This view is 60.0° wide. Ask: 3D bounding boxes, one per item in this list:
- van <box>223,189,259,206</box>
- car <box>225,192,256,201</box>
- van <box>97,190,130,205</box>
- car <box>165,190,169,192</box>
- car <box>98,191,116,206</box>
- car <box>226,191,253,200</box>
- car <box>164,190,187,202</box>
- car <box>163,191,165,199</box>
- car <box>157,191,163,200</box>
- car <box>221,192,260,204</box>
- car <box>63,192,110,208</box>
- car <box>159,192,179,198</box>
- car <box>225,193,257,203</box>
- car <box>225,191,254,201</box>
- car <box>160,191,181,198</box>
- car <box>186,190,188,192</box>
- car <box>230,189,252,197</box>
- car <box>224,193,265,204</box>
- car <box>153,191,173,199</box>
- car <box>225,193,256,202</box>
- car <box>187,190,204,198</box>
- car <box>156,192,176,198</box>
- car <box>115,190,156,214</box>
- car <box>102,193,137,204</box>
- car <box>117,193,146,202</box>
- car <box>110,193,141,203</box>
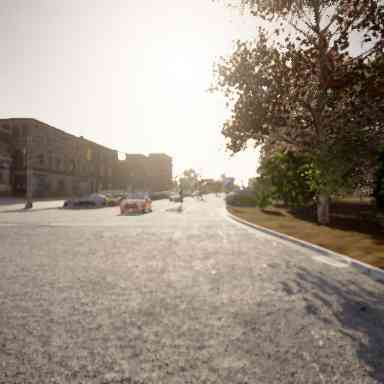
[{"bbox_3d":[6.512,0.740,40.974,4.442,1.987,1.878,1,1,-15],"label":"van"},{"bbox_3d":[8.986,0.813,61.663,5.366,1.575,1.946,0,0,-12],"label":"car"},{"bbox_3d":[-11.109,0.733,47.090,4.442,1.987,1.878,-1,0,-15],"label":"van"},{"bbox_3d":[-7.904,0.778,74.040,5.008,1.535,2.097,-1,1,-12],"label":"car"},{"bbox_3d":[-11.575,0.995,41.092,5.366,1.575,1.946,-1,0,-15],"label":"car"},{"bbox_3d":[9.220,0.668,64.558,4.553,1.767,2.185,0,1,-12],"label":"car"},{"bbox_3d":[-2.629,0.936,54.471,2.128,1.511,4.902,0,1,6],"label":"car"},{"bbox_3d":[-8.775,0.819,68.065,5.008,1.535,2.097,-1,0,-12],"label":"car"},{"bbox_3d":[-9.151,0.587,65.079,5.566,2.045,2.435,-1,0,-13],"label":"car"},{"bbox_3d":[7.276,0.898,49.803,5.366,1.575,1.946,1,1,-14],"label":"car"},{"bbox_3d":[-12.173,1.057,38.090,4.792,1.488,2.163,-1,1,-16],"label":"car"},{"bbox_3d":[-5.994,0.695,85.973,5.008,1.535,2.097,-1,0,-11],"label":"car"},{"bbox_3d":[7.763,0.921,52.798,4.674,1.452,2.002,1,0,-14],"label":"car"},{"bbox_3d":[8.411,0.711,58.675,4.553,1.767,2.185,0,0,-13],"label":"car"},{"bbox_3d":[-5.652,0.675,88.902,5.366,1.575,1.946,-1,0,-10],"label":"car"},{"bbox_3d":[-4.446,0.662,94.866,4.792,1.488,2.163,-1,1,-10],"label":"car"},{"bbox_3d":[13.392,0.343,90.918,5.566,2.045,2.435,0,0,-10],"label":"car"},{"bbox_3d":[7.339,0.923,46.952,5.366,1.575,1.946,1,0,-14],"label":"car"},{"bbox_3d":[-6.954,0.611,80.011,4.553,1.767,2.185,-1,1,-11],"label":"car"},{"bbox_3d":[8.090,0.899,55.741,4.674,1.452,2.002,1,0,-13],"label":"car"},{"bbox_3d":[0.858,0.743,79.852,2.033,1.411,5.357,0,0,9],"label":"car"},{"bbox_3d":[-6.475,0.717,82.993,4.892,1.521,2.231,-1,1,-11],"label":"car"},{"bbox_3d":[-4.868,0.901,29.330,2.097,1.767,4.553,0,0,3],"label":"car"},{"bbox_3d":[-10.928,0.942,50.066,4.892,1.521,2.231,-1,0,-14],"label":"car"},{"bbox_3d":[-10.276,0.940,56.074,4.674,1.452,2.002,-1,0,-14],"label":"car"},{"bbox_3d":[-10.602,0.960,53.067,4.674,1.452,2.002,-1,1,-14],"label":"car"}]
